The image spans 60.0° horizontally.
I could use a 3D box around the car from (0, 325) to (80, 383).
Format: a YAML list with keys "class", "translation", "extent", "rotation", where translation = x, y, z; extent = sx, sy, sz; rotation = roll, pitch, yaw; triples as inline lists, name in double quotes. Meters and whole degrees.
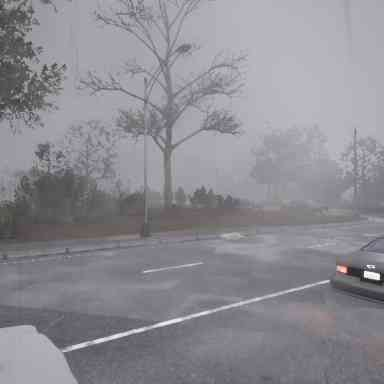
- class: "car"
  translation: [-2.942, 1.601, 1.609]
  extent: [4.718, 1.301, 1.895]
  rotation: [0, 0, -36]

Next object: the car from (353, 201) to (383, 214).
- class: "car"
  translation: [18.661, 1.601, 32.936]
  extent: [1.895, 1.301, 4.718]
  rotation: [0, 0, -32]

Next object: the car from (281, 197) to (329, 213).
- class: "car"
  translation: [12.344, 1.551, 36.783]
  extent: [2.033, 1.411, 5.357]
  rotation: [0, 0, -29]

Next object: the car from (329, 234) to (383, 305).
- class: "car"
  translation: [5.302, 1.547, 7.402]
  extent: [5.357, 1.411, 2.033]
  rotation: [0, 0, -34]

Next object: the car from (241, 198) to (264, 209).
- class: "car"
  translation: [7.790, 1.539, 45.345]
  extent: [1.837, 1.490, 4.892]
  rotation: [0, 0, -27]
